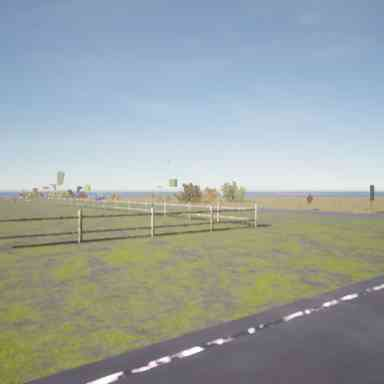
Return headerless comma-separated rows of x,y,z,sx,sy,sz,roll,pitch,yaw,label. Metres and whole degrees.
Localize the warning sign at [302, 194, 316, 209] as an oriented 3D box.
14.509,1.152,41.101,1.300,1.860,1.060,0,0,-35,warning sign
